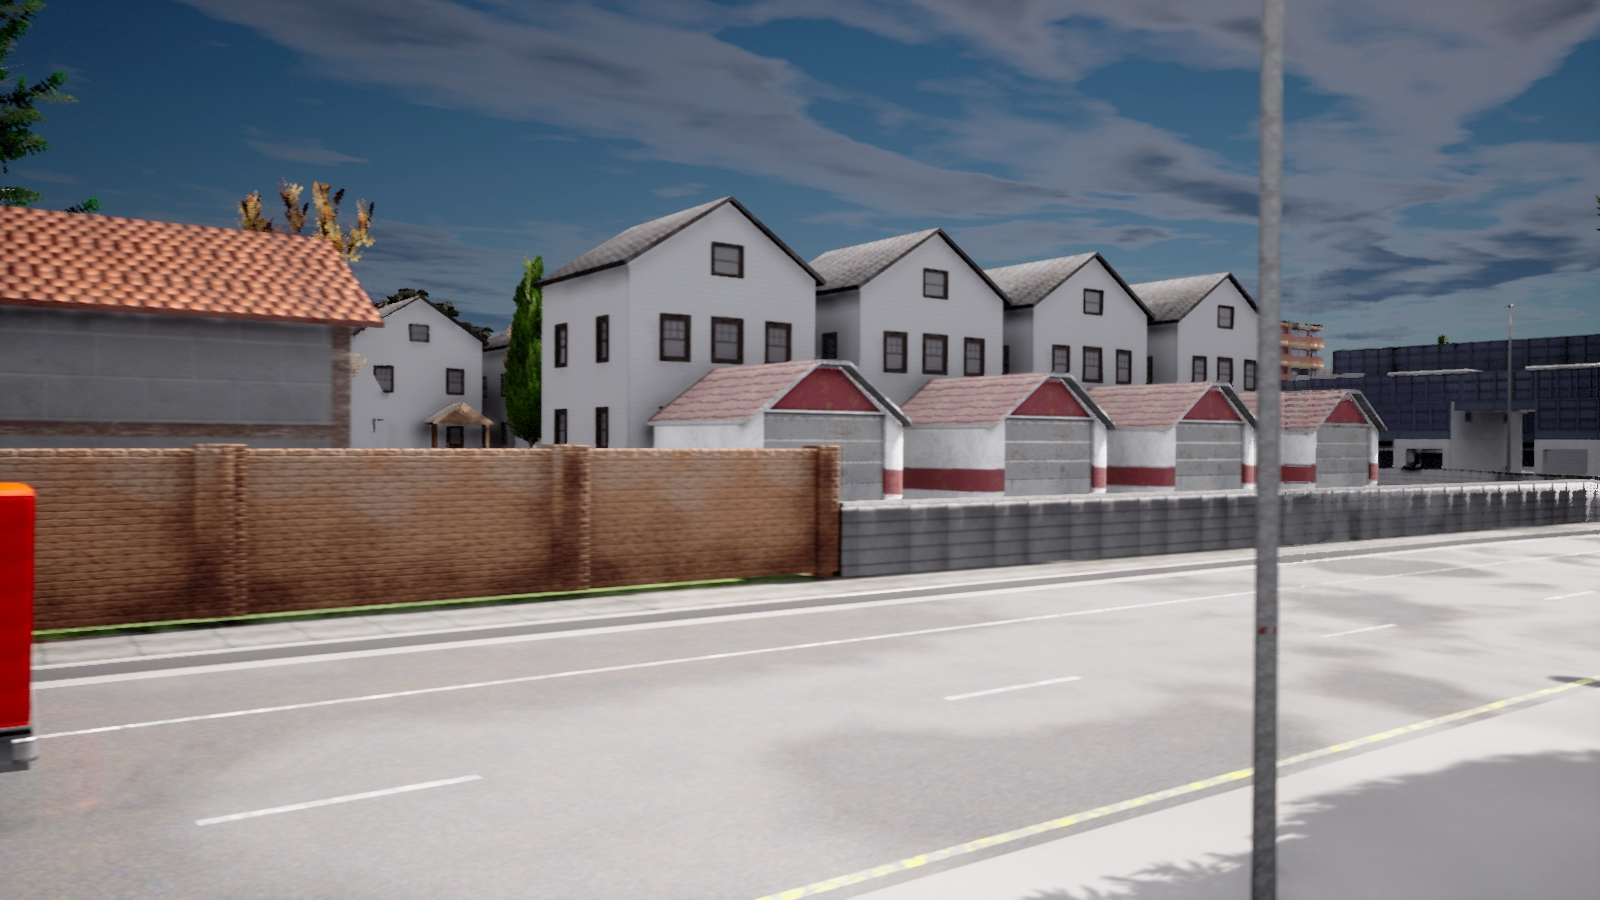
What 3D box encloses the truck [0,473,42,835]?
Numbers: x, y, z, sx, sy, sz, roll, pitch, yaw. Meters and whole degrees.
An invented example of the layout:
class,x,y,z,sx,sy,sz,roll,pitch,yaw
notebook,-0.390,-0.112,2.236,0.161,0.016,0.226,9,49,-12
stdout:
class,x,y,z,sx,sy,sz,roll,pitch,yaw
truck,-8.285,1.454,7.731,5.204,2.467,2.627,0,1,-35
